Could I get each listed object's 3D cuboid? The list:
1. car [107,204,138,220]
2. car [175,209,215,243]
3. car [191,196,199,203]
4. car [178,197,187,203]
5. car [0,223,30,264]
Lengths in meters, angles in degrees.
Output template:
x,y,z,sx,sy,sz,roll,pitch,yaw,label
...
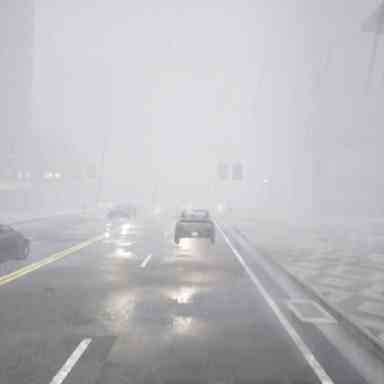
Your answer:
x,y,z,sx,sy,sz,roll,pitch,yaw,label
-6.255,1.762,30.110,1.895,1.301,4.718,1,0,1,car
0.149,1.632,16.863,2.128,1.511,4.902,1,0,1,car
0.830,1.869,85.516,2.097,1.767,4.553,1,0,1,car
-2.421,1.972,85.577,1.837,1.490,4.892,1,0,1,car
-6.522,1.558,9.662,1.994,1.385,4.181,1,-1,1,car
